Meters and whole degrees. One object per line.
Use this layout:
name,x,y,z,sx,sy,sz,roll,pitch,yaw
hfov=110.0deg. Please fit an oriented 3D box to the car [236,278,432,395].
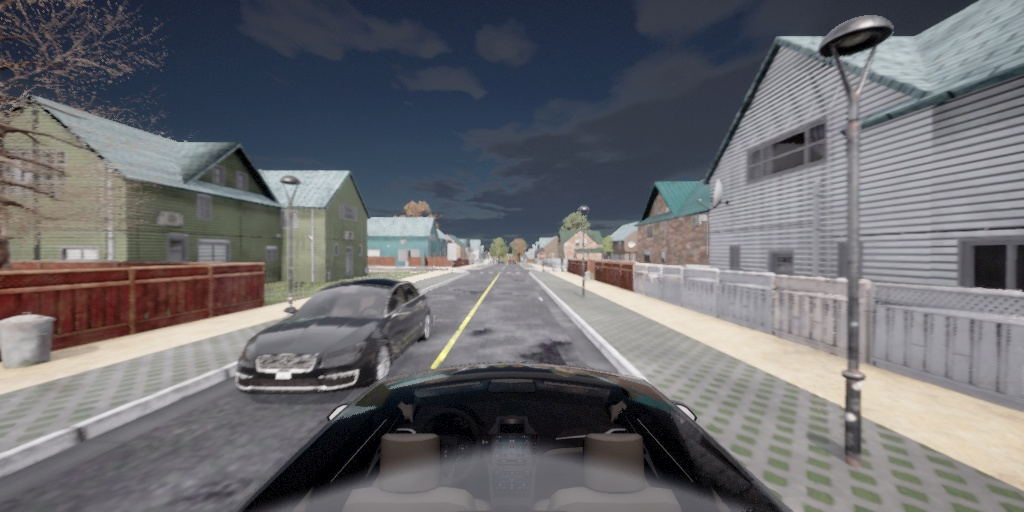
car,-2.851,1.233,6.901,1.837,1.490,4.892,0,0,0

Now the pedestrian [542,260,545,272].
pedestrian,3.500,0.838,40.240,0.375,1.860,0.375,-1,1,0

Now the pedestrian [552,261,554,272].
pedestrian,4.500,1.107,39.043,0.375,1.300,0.375,-1,1,0

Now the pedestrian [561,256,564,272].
pedestrian,5.500,0.847,39.640,0.375,1.860,0.375,-1,1,0
